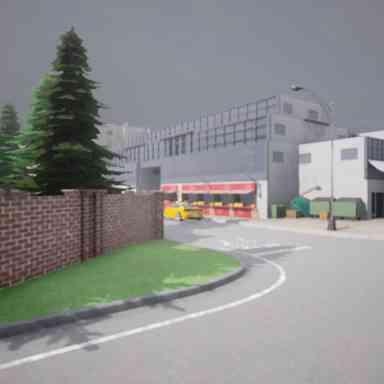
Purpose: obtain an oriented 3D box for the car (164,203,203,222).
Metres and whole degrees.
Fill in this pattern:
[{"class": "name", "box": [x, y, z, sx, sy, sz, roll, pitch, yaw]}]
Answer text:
[{"class": "car", "box": [-0.971, 1.653, 28.145, 1.882, 1.535, 5.008, 3, -2, -30]}]
